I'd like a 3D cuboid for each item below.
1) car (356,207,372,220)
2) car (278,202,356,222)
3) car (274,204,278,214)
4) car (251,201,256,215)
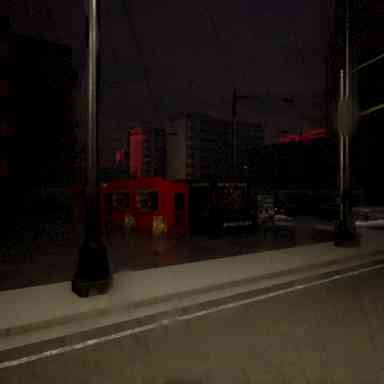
[{"bbox_3d":[13.235,1.634,29.212,1.812,1.442,4.674,0,-1,-36],"label":"car"},{"bbox_3d":[10.173,1.657,27.440,2.033,1.411,5.357,0,-1,-38],"label":"car"},{"bbox_3d":[7.930,1.716,36.571,1.837,1.490,4.892,0,0,-36],"label":"car"},{"bbox_3d":[4.619,1.750,35.175,1.812,1.442,4.674,0,-1,-36],"label":"car"}]
